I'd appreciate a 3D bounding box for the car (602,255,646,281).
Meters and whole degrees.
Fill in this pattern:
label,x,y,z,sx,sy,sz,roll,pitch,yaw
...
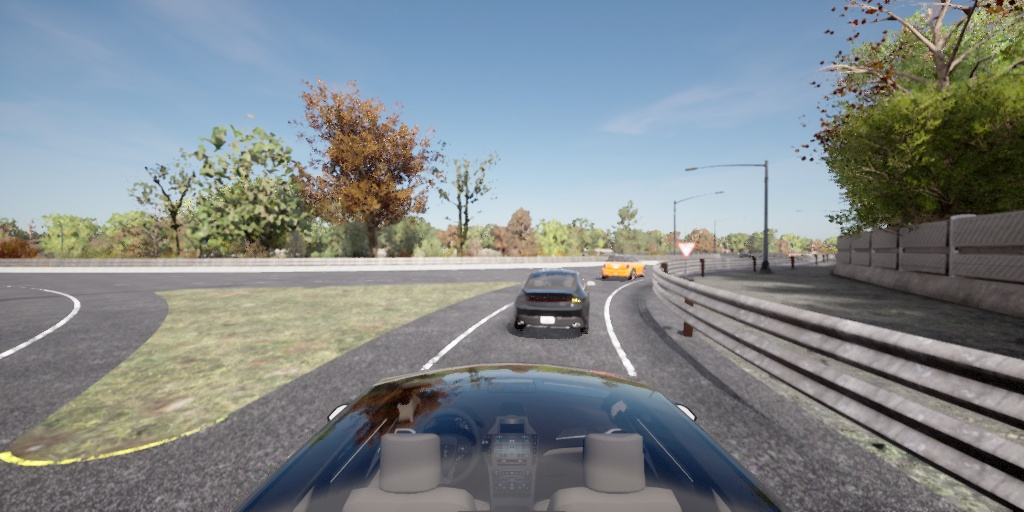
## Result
label,x,y,z,sx,sy,sz,roll,pitch,yaw
car,8.174,0.732,25.902,2.097,1.767,4.553,1,1,33

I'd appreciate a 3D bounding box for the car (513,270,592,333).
label,x,y,z,sx,sy,sz,roll,pitch,yaw
car,1.283,1.126,10.308,1.837,1.490,4.892,0,1,12
